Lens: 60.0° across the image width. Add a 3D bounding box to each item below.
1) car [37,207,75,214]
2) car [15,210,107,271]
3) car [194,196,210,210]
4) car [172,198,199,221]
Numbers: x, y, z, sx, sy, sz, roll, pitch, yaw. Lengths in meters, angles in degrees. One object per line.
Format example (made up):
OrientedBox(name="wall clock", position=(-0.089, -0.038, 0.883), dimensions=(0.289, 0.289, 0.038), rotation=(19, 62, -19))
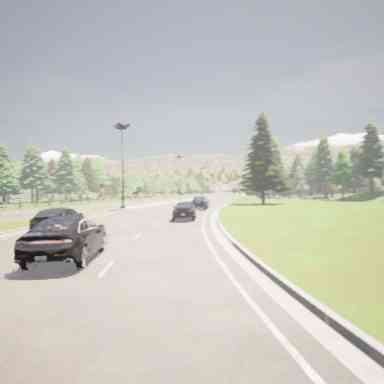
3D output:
OrientedBox(name="car", position=(-7.842, 1.667, 19.897), dimensions=(1.837, 1.490, 4.892), rotation=(-1, 0, 1))
OrientedBox(name="car", position=(-4.194, 1.578, 11.350), dimensions=(2.128, 1.511, 4.902), rotation=(-1, 0, -3))
OrientedBox(name="car", position=(1.121, 1.328, 43.266), dimensions=(2.097, 1.767, 4.553), rotation=(-1, 0, 9))
OrientedBox(name="car", position=(-0.586, 1.538, 27.407), dimensions=(1.812, 1.442, 4.674), rotation=(-1, 0, 2))
